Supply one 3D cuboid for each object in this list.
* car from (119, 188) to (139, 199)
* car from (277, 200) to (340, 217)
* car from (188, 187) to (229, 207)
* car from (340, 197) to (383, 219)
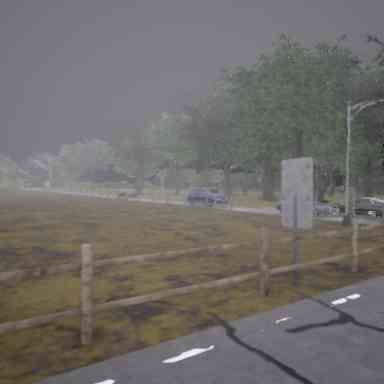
[{"bbox_3d":[-10.087,0.168,53.615,2.097,1.767,4.553,0,1,-35],"label":"car"},{"bbox_3d":[8.948,1.126,26.653,1.812,1.442,4.674,0,1,-35],"label":"car"},{"bbox_3d":[1.730,0.526,36.814,2.150,2.045,5.566,0,1,-35],"label":"car"},{"bbox_3d":[13.070,1.179,25.826,1.837,1.490,4.892,1,1,-33],"label":"car"}]
